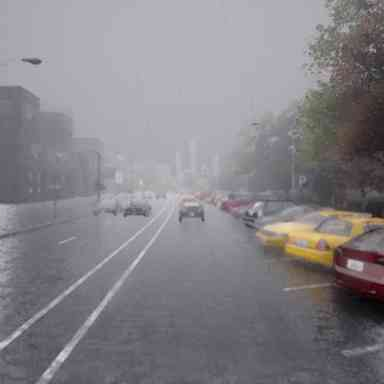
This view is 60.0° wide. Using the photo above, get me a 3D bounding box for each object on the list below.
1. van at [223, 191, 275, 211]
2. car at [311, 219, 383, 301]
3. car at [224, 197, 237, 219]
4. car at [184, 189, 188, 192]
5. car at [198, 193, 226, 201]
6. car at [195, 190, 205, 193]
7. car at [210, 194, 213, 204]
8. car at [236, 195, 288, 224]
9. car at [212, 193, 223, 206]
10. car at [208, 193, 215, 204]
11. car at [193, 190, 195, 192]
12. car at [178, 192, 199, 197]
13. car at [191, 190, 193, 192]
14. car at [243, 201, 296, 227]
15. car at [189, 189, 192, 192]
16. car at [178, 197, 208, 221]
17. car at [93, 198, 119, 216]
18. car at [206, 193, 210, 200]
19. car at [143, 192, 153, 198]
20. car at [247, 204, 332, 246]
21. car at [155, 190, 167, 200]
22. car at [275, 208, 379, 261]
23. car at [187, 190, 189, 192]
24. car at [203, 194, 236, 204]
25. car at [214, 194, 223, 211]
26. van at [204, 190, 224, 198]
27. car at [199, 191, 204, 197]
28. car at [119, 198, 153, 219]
[{"bbox_3d":[5.238,1.053,28.009,4.442,1.987,1.878,1,0,-21],"label":"van"},{"bbox_3d":[5.325,1.477,7.185,4.792,1.488,2.163,1,0,-20],"label":"car"},{"bbox_3d":[5.186,1.347,24.992,4.674,1.452,2.002,1,1,-21],"label":"car"},{"bbox_3d":[1.183,0.648,90.163,5.008,1.535,2.097,0,1,-26],"label":"car"},{"bbox_3d":[3.714,0.949,60.565,4.674,1.452,2.002,0,1,-24],"label":"car"},{"bbox_3d":[3.927,0.689,57.615,5.566,2.045,2.435,1,0,-24],"label":"car"},{"bbox_3d":[4.874,1.221,36.873,4.674,1.452,2.002,1,0,-22],"label":"car"},{"bbox_3d":[5.236,1.234,19.040,4.553,1.767,2.185,1,0,-21],"label":"car"},{"bbox_3d":[5.151,1.214,33.972,5.366,1.575,1.946,1,0,-22],"label":"car"},{"bbox_3d":[4.755,1.186,39.818,4.674,1.452,2.002,0,1,-22],"label":"car"},{"bbox_3d":[3.308,0.851,66.492,4.892,1.521,2.231,0,1,-24],"label":"car"},{"bbox_3d":[-0.556,1.111,42.077,1.882,1.535,5.008,0,1,-2],"label":"car"},{"bbox_3d":[2.809,0.823,72.406,4.792,1.488,2.163,0,1,-25],"label":"car"},{"bbox_3d":[5.294,1.386,16.079,4.892,1.521,2.231,1,1,-20],"label":"car"},{"bbox_3d":[2.584,0.767,75.381,5.008,1.535,2.097,0,0,-25],"label":"car"},{"bbox_3d":[-0.047,1.346,25.089,1.812,1.442,4.674,0,1,-1],"label":"car"},{"bbox_3d":[-7.283,1.308,29.313,1.812,1.442,4.674,0,1,-1],"label":"car"},{"bbox_3d":[4.659,1.150,42.771,4.674,1.452,2.002,0,0,-23],"label":"car"},{"bbox_3d":[-9.311,0.855,70.390,2.128,1.511,4.902,0,1,-4],"label":"car"},{"bbox_3d":[5.125,1.403,13.041,5.366,1.575,1.946,1,1,-20],"label":"car"},{"bbox_3d":[-6.313,0.583,68.003,2.150,2.045,5.566,0,1,-4],"label":"car"},{"bbox_3d":[5.476,1.427,10.200,5.366,1.575,1.946,1,0,-20],"label":"car"},{"bbox_3d":[2.068,0.717,81.296,5.008,1.535,2.097,1,1,-26],"label":"car"},{"bbox_3d":[4.241,1.046,51.671,4.674,1.452,2.002,0,1,-23],"label":"car"},{"bbox_3d":[5.052,1.247,30.935,5.008,1.535,2.097,1,0,-22],"label":"car"},{"bbox_3d":[4.429,0.848,45.686,4.442,1.987,1.878,0,1,-23],"label":"van"},{"bbox_3d":[4.221,1.035,48.630,5.366,1.575,1.946,0,1,-23],"label":"car"},{"bbox_3d":[-4.436,1.400,27.437,1.895,1.301,4.718,0,1,-1],"label":"car"}]
